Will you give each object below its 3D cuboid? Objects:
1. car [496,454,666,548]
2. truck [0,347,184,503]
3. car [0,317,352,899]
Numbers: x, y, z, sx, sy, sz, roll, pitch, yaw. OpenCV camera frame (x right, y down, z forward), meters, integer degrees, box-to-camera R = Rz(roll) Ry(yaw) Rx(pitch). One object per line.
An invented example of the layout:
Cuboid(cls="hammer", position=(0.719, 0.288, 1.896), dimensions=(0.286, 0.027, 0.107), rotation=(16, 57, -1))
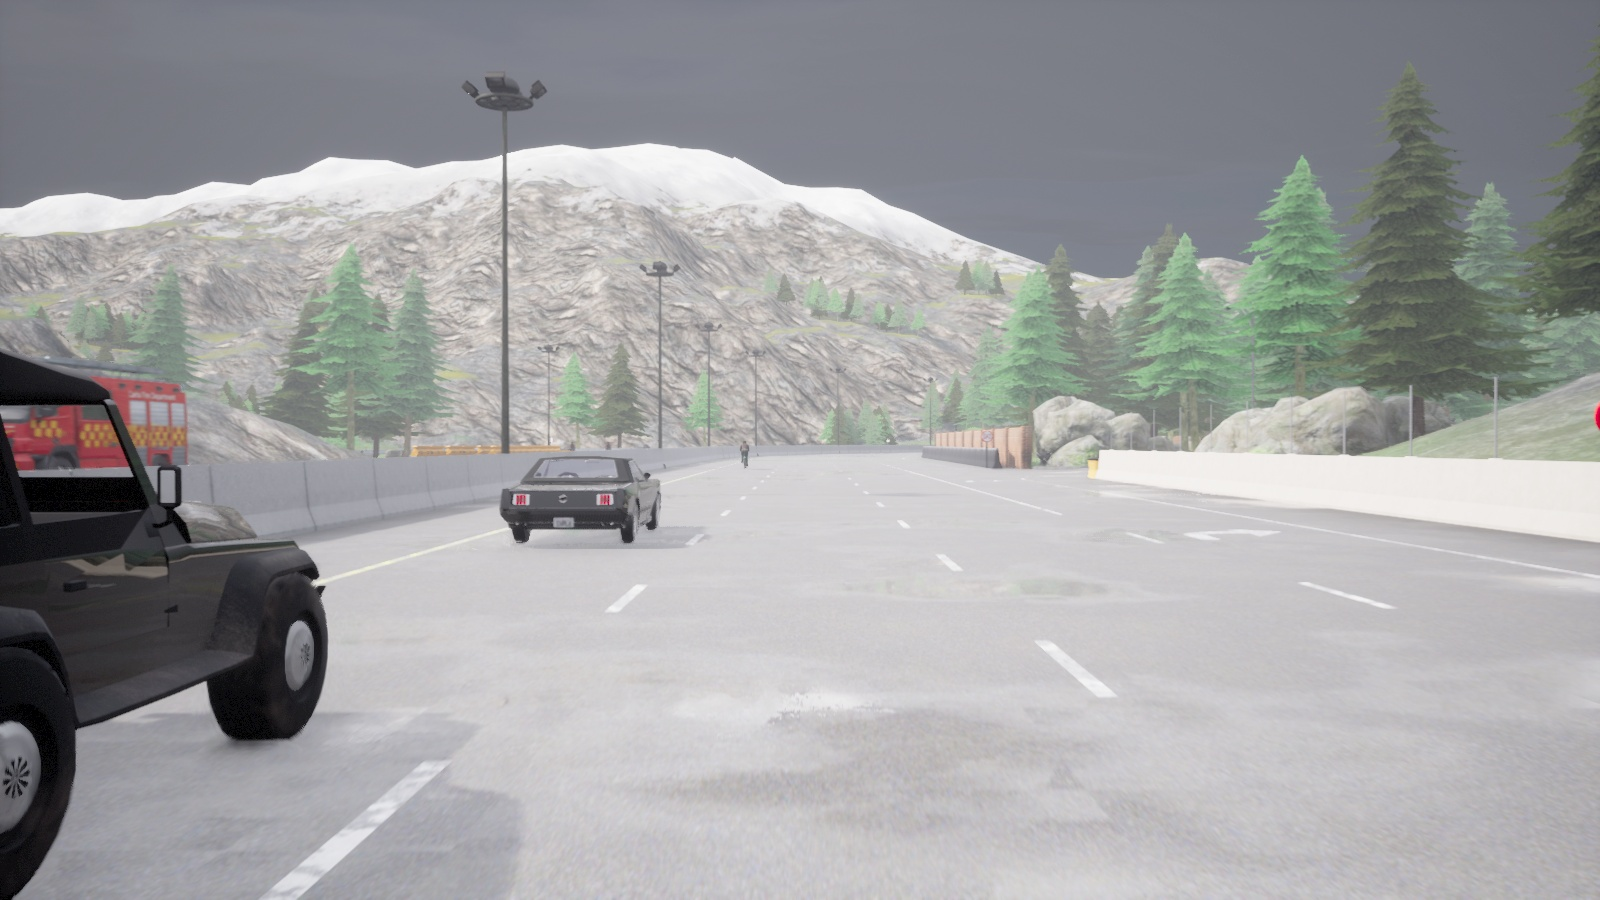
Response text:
Cuboid(cls="car", position=(-3.370, 0.730, 20.225), dimensions=(1.895, 1.301, 4.718), rotation=(0, 0, 0))
Cuboid(cls="truck", position=(-20.785, -0.633, 35.141), dimensions=(2.891, 3.827, 8.468), rotation=(0, 0, 0))
Cuboid(cls="car", position=(-3.456, 0.512, 5.053), dimensions=(1.905, 1.878, 3.866), rotation=(0, 1, 0))
